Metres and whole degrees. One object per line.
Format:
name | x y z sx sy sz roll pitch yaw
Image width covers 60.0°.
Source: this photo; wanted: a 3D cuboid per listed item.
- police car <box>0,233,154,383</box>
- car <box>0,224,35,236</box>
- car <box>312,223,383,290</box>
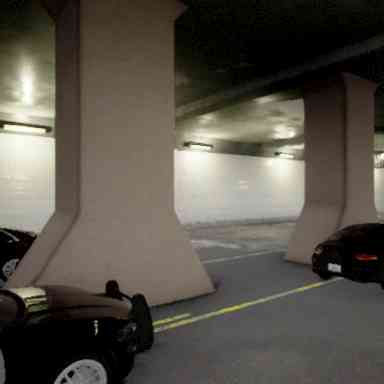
police car | -2.845 1.450 3.088 5.238 1.638 1.930 0 0 -37
car | -6.064 1.565 8.230 4.892 1.490 1.837 0 0 -37
car | 5.105 1.569 8.970 4.674 1.442 1.812 0 0 -37
